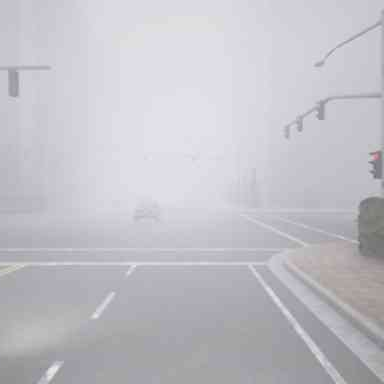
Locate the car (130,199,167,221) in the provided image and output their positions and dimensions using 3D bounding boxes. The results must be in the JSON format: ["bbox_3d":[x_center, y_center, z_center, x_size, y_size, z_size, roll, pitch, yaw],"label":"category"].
[{"bbox_3d":[-3.395,1.518,26.514,2.033,1.411,5.357,0,0,0],"label":"car"}]

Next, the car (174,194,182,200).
[{"bbox_3d":[-3.481,1.325,84.594,1.812,1.442,4.674,0,0,0],"label":"car"}]

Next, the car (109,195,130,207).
[{"bbox_3d":[-10.565,1.510,48.149,1.994,1.385,4.181,0,0,0],"label":"car"}]

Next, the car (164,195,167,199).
[{"bbox_3d":[-6.982,1.302,78.821,2.033,1.411,5.357,0,0,0],"label":"car"}]

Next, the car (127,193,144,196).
[{"bbox_3d":[-10.507,1.422,63.638,2.128,1.511,4.902,0,0,1],"label":"car"}]

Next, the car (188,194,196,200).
[{"bbox_3d":[0.019,1.279,84.593,1.882,1.535,5.008,0,0,0],"label":"car"}]

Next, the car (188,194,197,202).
[{"bbox_3d":[0.017,1.392,75.198,1.882,1.535,5.008,0,0,0],"label":"car"}]

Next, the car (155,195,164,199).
[{"bbox_3d":[-7.011,1.406,63.379,1.882,1.535,5.008,0,0,1],"label":"car"}]

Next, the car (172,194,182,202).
[{"bbox_3d":[-3.483,1.466,76.052,1.994,1.385,4.181,0,0,0],"label":"car"}]

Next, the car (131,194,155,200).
[{"bbox_3d":[-7.065,1.424,48.314,1.882,1.535,5.008,0,1,0],"label":"car"}]
